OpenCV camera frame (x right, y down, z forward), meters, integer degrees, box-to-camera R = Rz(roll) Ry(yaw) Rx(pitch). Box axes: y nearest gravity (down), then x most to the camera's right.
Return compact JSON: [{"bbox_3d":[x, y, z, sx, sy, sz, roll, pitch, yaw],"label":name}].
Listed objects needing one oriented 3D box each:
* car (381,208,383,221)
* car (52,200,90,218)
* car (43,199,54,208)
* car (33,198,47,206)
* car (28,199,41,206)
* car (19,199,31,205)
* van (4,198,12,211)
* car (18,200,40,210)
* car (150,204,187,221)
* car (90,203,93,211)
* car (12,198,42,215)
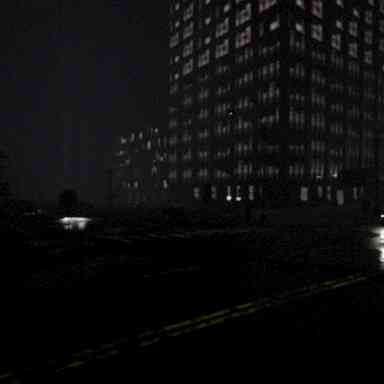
[{"bbox_3d":[14.989,1.118,22.352,5.566,2.045,2.150,0,0,-35],"label":"car"},{"bbox_3d":[-12.238,1.801,33.392,1.994,1.385,4.181,1,-1,-36],"label":"car"},{"bbox_3d":[-25.552,2.178,61.379,1.947,1.339,4.313,0,-1,-36],"label":"car"},{"bbox_3d":[-32.216,2.164,70.488,1.967,1.590,4.097,0,-1,-36],"label":"car"},{"bbox_3d":[-35.547,2.346,75.040,1.947,1.339,4.313,0,-1,-36],"label":"car"},{"bbox_3d":[-42.211,2.457,84.148,1.947,1.339,4.313,0,-1,-36],"label":"car"},{"bbox_3d":[-25.658,1.740,47.331,1.690,1.788,3.998,0,-1,-36],"label":"van"},{"bbox_3d":[-25.036,1.950,51.043,2.128,1.511,4.902,1,-1,-36],"label":"car"},{"bbox_3d":[-2.127,1.767,29.581,2.008,1.369,4.403,0,-1,-36],"label":"car"},{"bbox_3d":[-15.557,2.009,47.718,1.947,1.339,4.313,0,-1,-36],"label":"car"},{"bbox_3d":[-18.995,1.725,38.225,1.967,1.590,4.097,0,-1,-36],"label":"car"}]
